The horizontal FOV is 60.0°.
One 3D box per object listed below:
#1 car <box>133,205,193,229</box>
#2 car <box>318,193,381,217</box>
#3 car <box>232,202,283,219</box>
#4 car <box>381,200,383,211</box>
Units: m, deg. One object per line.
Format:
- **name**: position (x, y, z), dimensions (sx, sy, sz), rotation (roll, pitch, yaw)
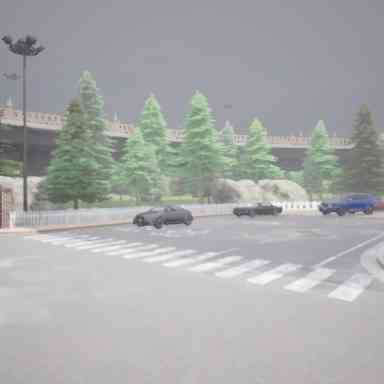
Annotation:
- **car**: position (-1.853, 1.584, 22.062), dimensions (1.994, 1.385, 4.181), rotation (-1, 0, 43)
- **car**: position (14.439, 1.149, 30.945), dimensions (5.566, 2.045, 2.150), rotation (0, -1, -23)
- **car**: position (5.831, 1.587, 29.532), dimensions (4.718, 1.301, 1.895), rotation (0, 0, -36)
- **car**: position (19.611, 1.469, 35.980), dimensions (4.181, 1.385, 1.994), rotation (0, 0, -11)
